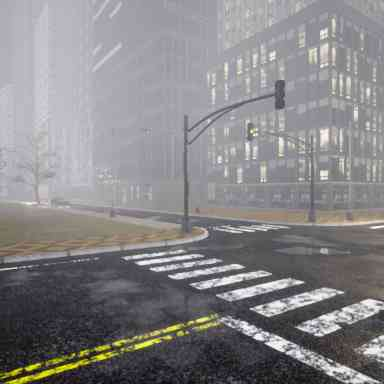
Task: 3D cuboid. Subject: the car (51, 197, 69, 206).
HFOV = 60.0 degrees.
[{"bbox_3d":[-21.611,1.553,54.287,2.033,1.411,5.357,0,0,-35],"label":"car"}]
